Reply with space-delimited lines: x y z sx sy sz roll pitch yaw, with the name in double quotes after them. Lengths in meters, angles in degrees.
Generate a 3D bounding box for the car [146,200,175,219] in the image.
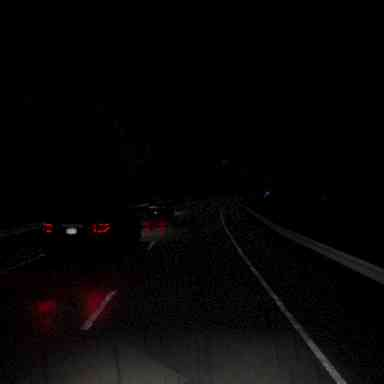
-2.626 1.407 28.224 2.128 1.511 4.902 0 0 5 "car"

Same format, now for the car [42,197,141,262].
-3.359 1.187 12.153 2.150 2.045 5.566 0 0 1 "car"
